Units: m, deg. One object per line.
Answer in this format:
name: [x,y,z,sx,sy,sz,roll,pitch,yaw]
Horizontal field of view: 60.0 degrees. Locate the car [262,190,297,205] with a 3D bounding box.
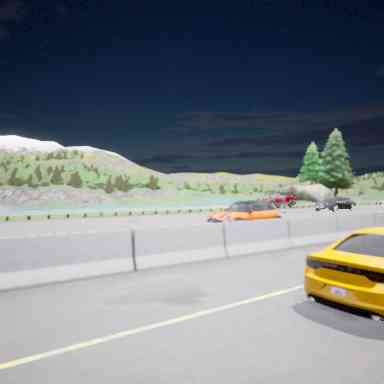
car: [9.022,0.824,36.081,5.566,2.045,2.150,0,0,-35]

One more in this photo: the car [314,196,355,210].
car: [13.108,1.102,30.397,4.892,1.490,1.837,0,0,-35]

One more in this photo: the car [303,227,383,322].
car: [4.412,1.475,6.885,5.008,1.535,1.882,0,0,-36]

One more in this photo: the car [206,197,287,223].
car: [2.965,1.343,18.984,4.553,1.767,2.097,0,0,-35]
